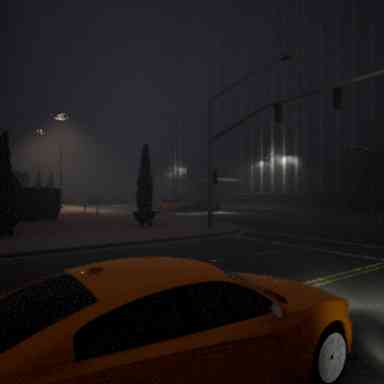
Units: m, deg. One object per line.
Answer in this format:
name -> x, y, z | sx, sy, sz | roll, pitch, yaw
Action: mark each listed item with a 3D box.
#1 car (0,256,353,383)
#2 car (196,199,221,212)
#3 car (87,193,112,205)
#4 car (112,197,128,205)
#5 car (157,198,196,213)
car -> -0.235, 1.476, 3.635 | 5.008, 1.535, 1.882 | 0, 0, -35
car -> 1.479, 1.535, 38.596 | 1.994, 1.385, 4.181 | 0, 0, -36
car -> -16.432, 1.203, 57.536 | 2.150, 2.045, 5.566 | 0, 0, -35
car -> -13.339, 1.520, 59.228 | 2.033, 1.411, 5.357 | 0, 0, -35
car -> -2.070, 1.453, 37.530 | 1.882, 1.535, 5.008 | 0, 0, -36
